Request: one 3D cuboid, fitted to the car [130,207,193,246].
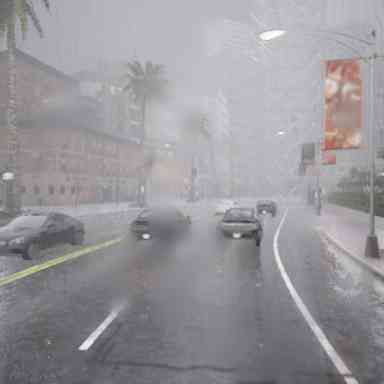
[{"bbox_3d":[-1.263,1.479,15.354,1.837,1.490,4.892,0,0,12],"label":"car"}]

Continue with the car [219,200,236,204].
[{"bbox_3d":[3.446,1.508,31.780,1.812,1.442,4.674,0,0,17],"label":"car"}]

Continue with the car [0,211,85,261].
[{"bbox_3d":[-5.694,1.480,12.380,1.812,1.442,4.674,0,0,10],"label":"car"}]

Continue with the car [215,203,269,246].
[{"bbox_3d":[2.322,1.486,15.376,2.128,1.511,4.902,0,0,13],"label":"car"}]

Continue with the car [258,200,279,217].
[{"bbox_3d":[7.123,1.507,31.842,1.837,1.490,4.892,0,0,17],"label":"car"}]
